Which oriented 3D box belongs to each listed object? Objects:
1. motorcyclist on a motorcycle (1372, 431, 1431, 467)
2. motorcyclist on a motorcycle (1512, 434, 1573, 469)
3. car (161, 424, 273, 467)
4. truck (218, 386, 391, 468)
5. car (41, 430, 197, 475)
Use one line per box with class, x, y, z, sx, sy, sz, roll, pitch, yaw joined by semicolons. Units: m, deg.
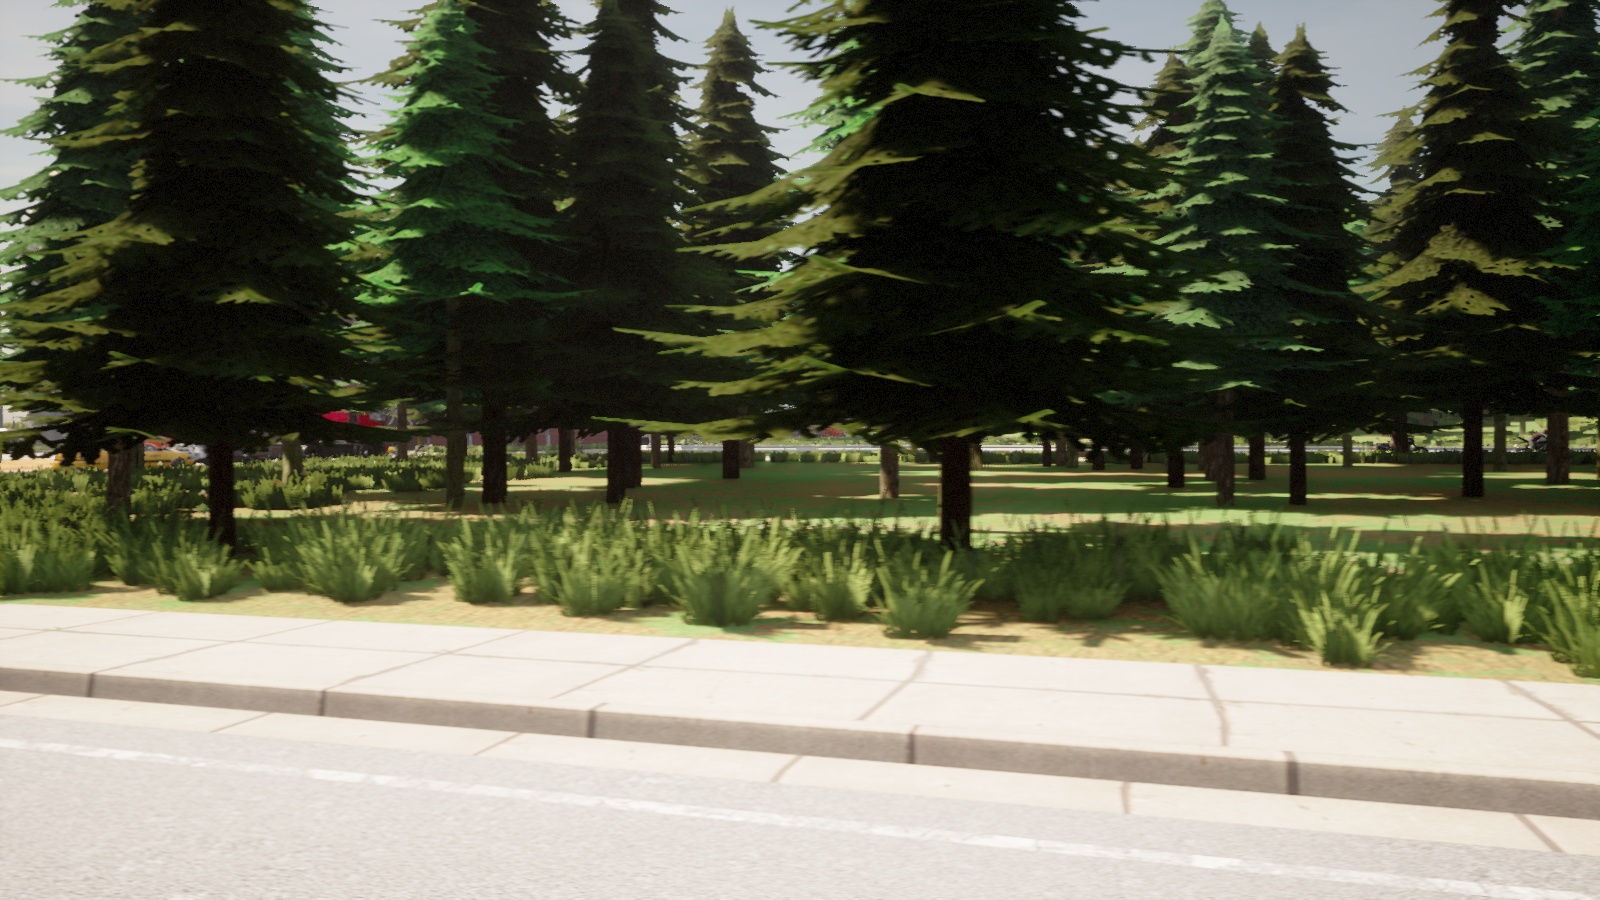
motorcyclist on a motorcycle;27.548;-0.059;57.589;2.350;1.649;0.766;1;1;18
motorcyclist on a motorcycle;32.960;0.062;55.770;2.191;1.530;0.866;0;1;19
car;-25.969;-0.223;56.105;1.932;1.855;4.605;0;1;17
truck;-22.124;-1.024;56.643;2.891;3.462;7.936;0;1;17
car;-25.219;0.042;46.797;1.801;1.575;5.366;0;1;17
